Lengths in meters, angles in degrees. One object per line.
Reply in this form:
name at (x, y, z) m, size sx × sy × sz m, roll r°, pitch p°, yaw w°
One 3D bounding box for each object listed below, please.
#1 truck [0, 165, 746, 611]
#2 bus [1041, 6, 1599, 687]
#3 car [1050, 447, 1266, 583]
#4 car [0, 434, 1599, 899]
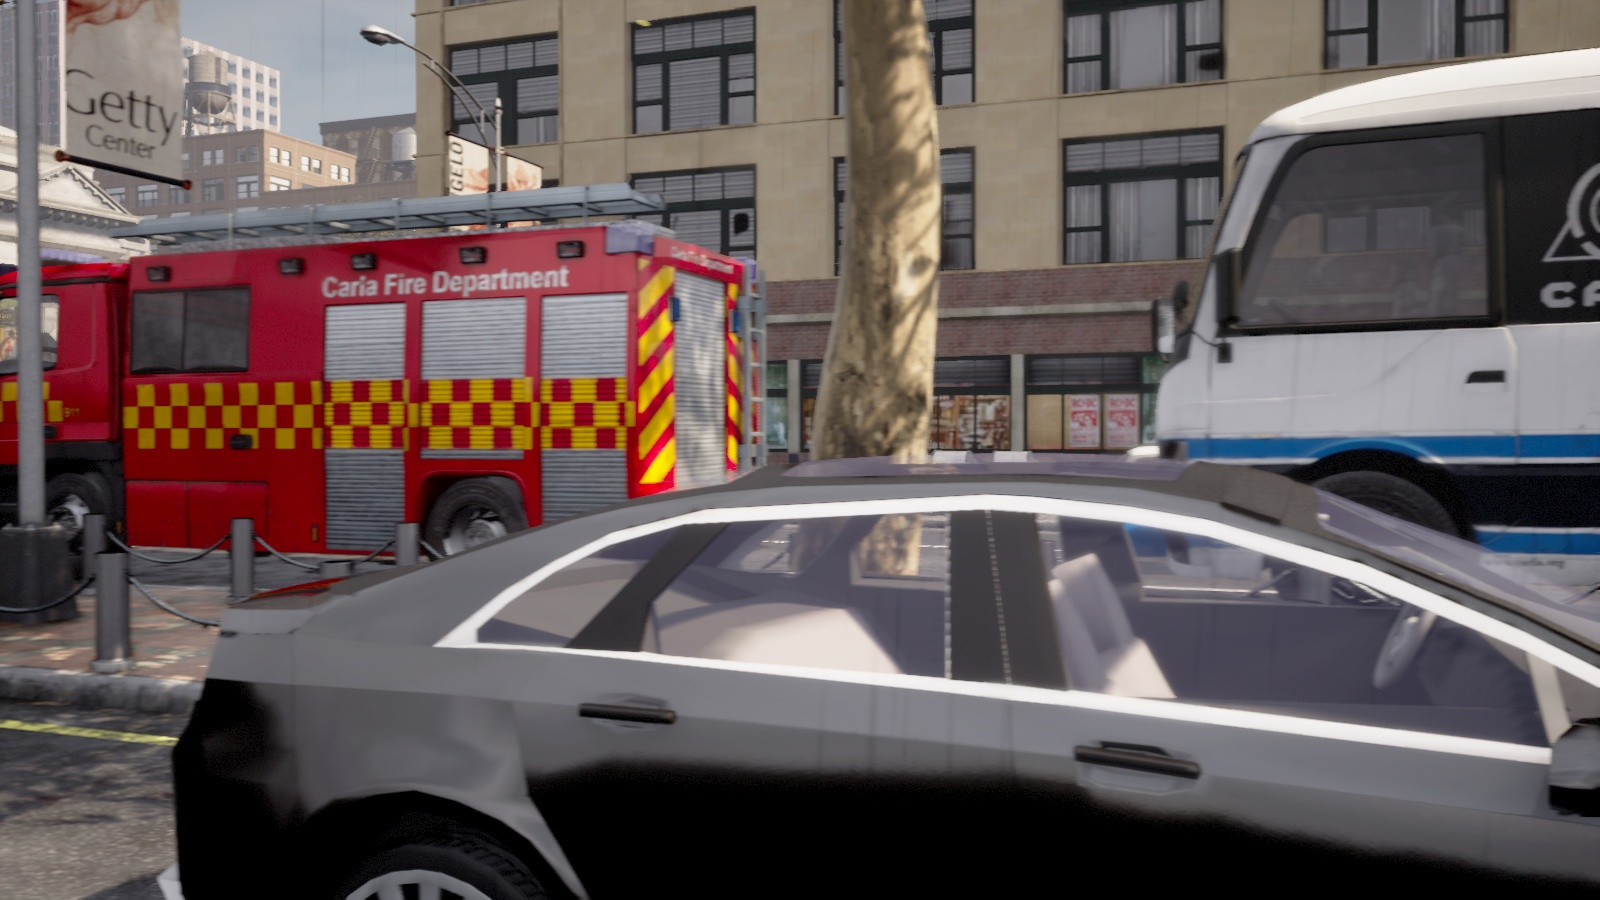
truck at (-5.059, -0.594, 13.606) m, size 8.468 × 3.827 × 2.891 m, roll 1°, pitch 1°, yaw 20°
bus at (7.246, -0.667, 9.117) m, size 10.273 × 4.253 × 3.944 m, roll 0°, pitch 1°, yaw 20°
car at (4.032, 0.666, 14.053) m, size 2.207 × 1.376 × 1.481 m, roll 0°, pitch 1°, yaw 20°
car at (0.858, 0.736, 2.966) m, size 4.902 × 1.511 × 2.128 m, roll 1°, pitch 1°, yaw 20°
